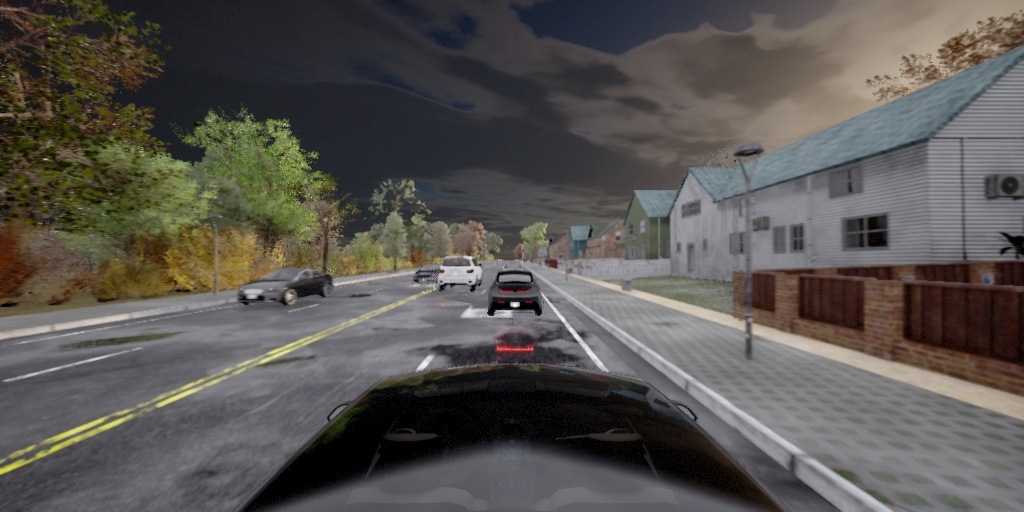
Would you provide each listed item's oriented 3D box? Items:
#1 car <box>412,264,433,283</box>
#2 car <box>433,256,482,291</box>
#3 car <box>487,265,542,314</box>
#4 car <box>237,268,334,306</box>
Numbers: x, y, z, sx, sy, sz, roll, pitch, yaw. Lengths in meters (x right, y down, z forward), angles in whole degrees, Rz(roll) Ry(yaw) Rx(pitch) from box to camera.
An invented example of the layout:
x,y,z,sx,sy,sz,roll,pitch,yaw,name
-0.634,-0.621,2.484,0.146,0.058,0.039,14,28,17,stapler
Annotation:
x,y,z,sx,sy,sz,roll,pitch,yaw,name
-6.526,1.384,29.281,2.033,1.411,5.357,0,0,1,car
-3.154,1.036,22.676,2.150,2.045,5.566,0,0,0,car
0.097,1.292,13.870,1.837,1.490,4.892,0,0,0,car
-9.844,1.283,16.037,2.128,1.511,4.902,0,0,0,car
